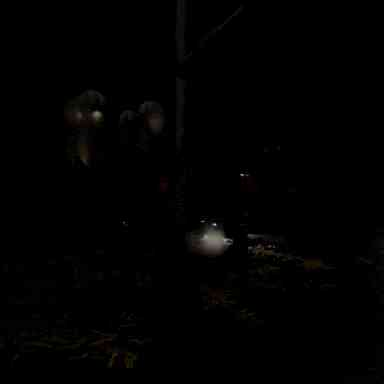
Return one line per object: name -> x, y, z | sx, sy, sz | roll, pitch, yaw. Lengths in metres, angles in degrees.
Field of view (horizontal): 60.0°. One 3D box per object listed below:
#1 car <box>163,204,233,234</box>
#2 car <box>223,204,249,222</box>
car -> 0.055, 1.564, 19.309 | 1.994, 1.385, 4.181 | 0, 0, -35
car -> 1.590, 1.547, 23.465 | 2.033, 1.411, 5.357 | 0, 0, -35
